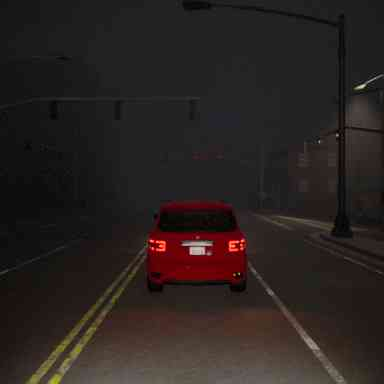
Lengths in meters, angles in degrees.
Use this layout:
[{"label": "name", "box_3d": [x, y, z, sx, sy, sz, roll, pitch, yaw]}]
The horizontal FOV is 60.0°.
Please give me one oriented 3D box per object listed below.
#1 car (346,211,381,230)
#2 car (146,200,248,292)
[{"label": "car", "box_3d": [15.435, 2.488, 29.654, 4.902, 1.511, 2.128, 8, 0, 0]}, {"label": "car", "box_3d": [0.101, 1.221, 9.060, 2.150, 2.045, 5.566, 0, 0, 0]}]
